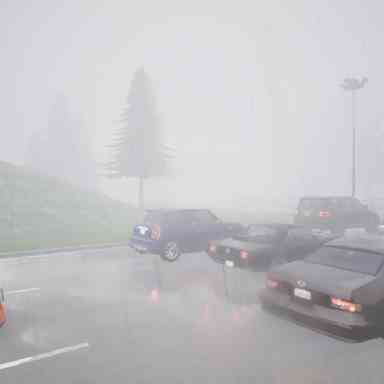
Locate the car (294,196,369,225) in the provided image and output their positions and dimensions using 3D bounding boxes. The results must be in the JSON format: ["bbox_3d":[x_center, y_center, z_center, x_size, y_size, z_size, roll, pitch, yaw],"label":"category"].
[{"bbox_3d":[7.854,1.221,17.934,5.566,2.045,2.150,0,0,-35],"label":"car"}]

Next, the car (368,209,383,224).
[{"bbox_3d":[10.631,1.547,15.574,5.357,1.411,2.033,0,0,-38],"label":"car"}]

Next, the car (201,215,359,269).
[{"bbox_3d":[2.799,1.601,10.036,4.718,1.301,1.895,0,0,-35],"label":"car"}]

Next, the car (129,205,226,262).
[{"bbox_3d":[0.058,1.352,12.379,4.553,1.767,2.097,0,0,-36],"label":"car"}]

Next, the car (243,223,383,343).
[{"bbox_3d":[3.674,1.547,6.364,5.357,1.411,2.033,0,0,-35],"label":"car"}]

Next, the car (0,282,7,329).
[{"bbox_3d":[-5.077,1.352,4.425,4.553,1.767,2.097,0,0,-36],"label":"car"}]
